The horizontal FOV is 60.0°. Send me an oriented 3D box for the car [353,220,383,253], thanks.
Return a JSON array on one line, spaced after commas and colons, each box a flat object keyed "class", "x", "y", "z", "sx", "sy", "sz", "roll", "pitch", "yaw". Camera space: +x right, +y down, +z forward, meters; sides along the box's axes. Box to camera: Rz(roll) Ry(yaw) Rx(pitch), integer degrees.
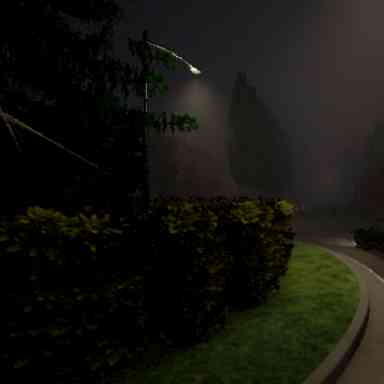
[{"class": "car", "x": 7.466, "y": 1.590, "z": 11.436, "sx": 2.033, "sy": 1.411, "sz": 5.357, "roll": 0, "pitch": 0, "yaw": 4}]
